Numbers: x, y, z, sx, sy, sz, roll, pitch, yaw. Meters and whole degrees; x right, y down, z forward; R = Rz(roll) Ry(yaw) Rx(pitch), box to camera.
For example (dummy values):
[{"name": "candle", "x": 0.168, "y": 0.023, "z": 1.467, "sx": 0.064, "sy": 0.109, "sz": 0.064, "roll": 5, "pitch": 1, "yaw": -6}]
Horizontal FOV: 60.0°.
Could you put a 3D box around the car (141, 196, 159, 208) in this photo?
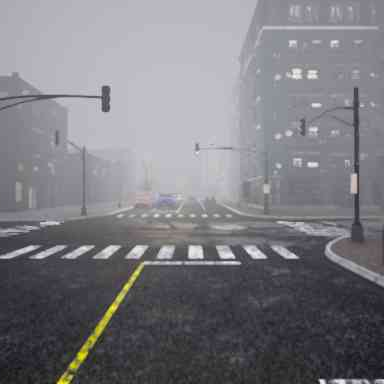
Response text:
[{"name": "car", "x": -5.681, "y": 1.302, "z": 45.155, "sx": 1.887, "sy": 1.381, "sz": 4.507, "roll": 1, "pitch": 0, "yaw": 0}]

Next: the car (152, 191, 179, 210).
[{"name": "car", "x": -3.082, "y": 1.005, "z": 40.178, "sx": 2.150, "sy": 2.045, "sz": 5.566, "roll": 0, "pitch": 0, "yaw": 0}]

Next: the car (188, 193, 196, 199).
[{"name": "car", "x": -0.008, "y": 0.917, "z": 77.568, "sx": 1.837, "sy": 1.490, "sz": 4.892, "roll": 0, "pitch": 0, "yaw": 0}]

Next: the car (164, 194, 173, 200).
[{"name": "car", "x": -5.685, "y": 1.157, "z": 79.275, "sx": 1.802, "sy": 1.307, "sz": 4.206, "roll": 1, "pitch": 0, "yaw": 0}]

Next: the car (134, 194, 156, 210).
[{"name": "car", "x": -5.757, "y": 1.333, "z": 39.473, "sx": 1.887, "sy": 1.381, "sz": 4.507, "roll": 1, "pitch": 0, "yaw": 0}]

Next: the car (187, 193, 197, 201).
[{"name": "car", "x": -0.006, "y": 1.161, "z": 67.560, "sx": 1.812, "sy": 1.442, "sz": 4.674, "roll": 0, "pitch": 0, "yaw": 0}]

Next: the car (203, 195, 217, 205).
[{"name": "car", "x": 2.701, "y": 1.167, "z": 50.903, "sx": 1.967, "sy": 1.590, "sz": 4.097, "roll": 1, "pitch": 0, "yaw": 0}]

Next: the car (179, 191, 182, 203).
[{"name": "car", "x": -3.010, "y": 0.890, "z": 61.917, "sx": 2.150, "sy": 2.045, "sz": 5.566, "roll": 0, "pitch": 0, "yaw": 0}]
